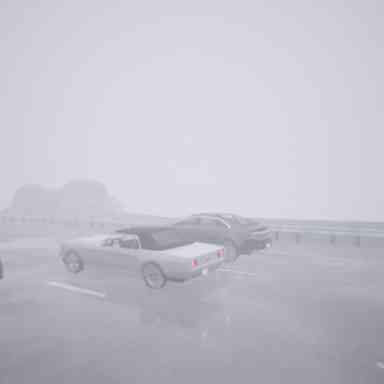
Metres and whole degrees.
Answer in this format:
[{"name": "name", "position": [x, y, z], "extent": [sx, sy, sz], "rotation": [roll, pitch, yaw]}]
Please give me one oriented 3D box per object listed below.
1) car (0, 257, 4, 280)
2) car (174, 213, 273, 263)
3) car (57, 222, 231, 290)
[{"name": "car", "position": [-6.540, 1.601, 8.150], "extent": [4.181, 1.385, 1.994], "rotation": [0, 0, 32]}, {"name": "car", "position": [0.424, 1.501, 11.987], "extent": [4.902, 1.511, 2.128], "rotation": [0, 0, 33]}, {"name": "car", "position": [-1.539, 1.616, 9.125], "extent": [4.718, 1.301, 1.895], "rotation": [0, 0, 33]}]
